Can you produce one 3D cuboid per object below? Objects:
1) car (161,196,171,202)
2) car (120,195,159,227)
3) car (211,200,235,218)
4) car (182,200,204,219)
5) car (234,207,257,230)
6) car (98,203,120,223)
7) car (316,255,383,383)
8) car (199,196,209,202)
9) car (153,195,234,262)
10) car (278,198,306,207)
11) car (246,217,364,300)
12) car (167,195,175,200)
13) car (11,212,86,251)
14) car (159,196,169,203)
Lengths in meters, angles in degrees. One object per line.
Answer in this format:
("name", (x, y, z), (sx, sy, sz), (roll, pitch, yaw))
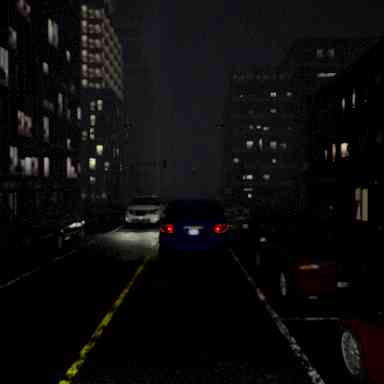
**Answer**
("car", (-5.761, 1.587, 74.450), (1.947, 1.339, 4.313), (-1, 0, 0))
("car", (-3.113, 1.226, 22.944), (2.150, 2.045, 5.566), (0, 0, 0))
("car", (2.784, 1.532, 31.018), (1.752, 1.417, 4.829), (-1, 0, 0))
("car", (0.068, 1.532, 30.151), (1.812, 1.442, 4.674), (0, 0, 0))
("car", (2.794, 1.554, 19.559), (2.008, 1.369, 4.403), (-1, 0, 0))
("car", (-5.850, 1.550, 25.254), (1.887, 1.381, 4.507), (-1, 0, 0))
("car", (2.713, 1.583, 2.626), (1.802, 1.307, 4.206), (-1, 0, 0))
("car", (2.618, 1.572, 74.457), (2.008, 1.369, 4.403), (-1, 0, 0))
("car", (0.074, 1.225, 12.221), (2.150, 2.045, 5.566), (0, 0, 1))
("car", (16.272, 1.645, 53.992), (4.403, 1.369, 2.008), (0, 0, 1))
("car", (2.742, 1.546, 8.270), (1.887, 1.381, 4.507), (-1, 0, 0))
("car", (-5.775, 1.573, 91.413), (1.887, 1.381, 4.507), (-1, 0, 0))
("car", (-5.814, 1.553, 13.964), (2.008, 1.369, 4.403), (-1, 0, 0))
("car", (-5.757, 1.544, 68.626), (1.752, 1.417, 4.829), (-1, 0, 0))
